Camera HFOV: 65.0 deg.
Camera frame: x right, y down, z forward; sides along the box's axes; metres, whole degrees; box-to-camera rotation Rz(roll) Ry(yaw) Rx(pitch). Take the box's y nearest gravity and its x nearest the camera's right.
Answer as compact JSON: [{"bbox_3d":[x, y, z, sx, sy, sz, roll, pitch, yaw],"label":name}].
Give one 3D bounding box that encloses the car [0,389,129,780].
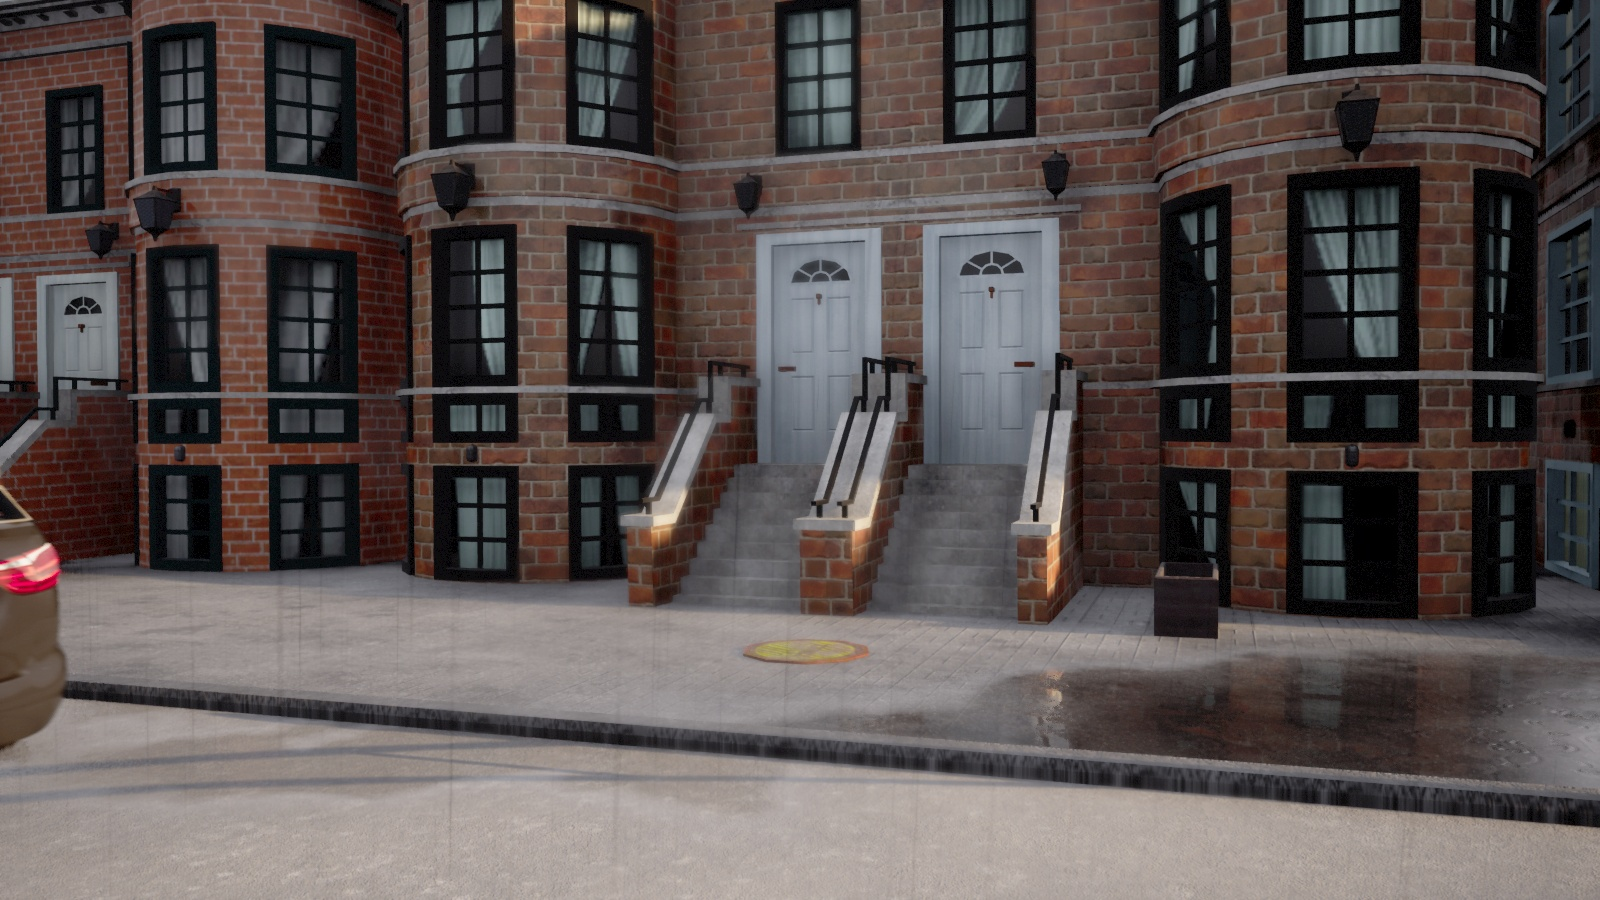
[{"bbox_3d":[-5.735,0.559,5.642,4.611,1.667,2.242,1,1,19],"label":"car"}]
